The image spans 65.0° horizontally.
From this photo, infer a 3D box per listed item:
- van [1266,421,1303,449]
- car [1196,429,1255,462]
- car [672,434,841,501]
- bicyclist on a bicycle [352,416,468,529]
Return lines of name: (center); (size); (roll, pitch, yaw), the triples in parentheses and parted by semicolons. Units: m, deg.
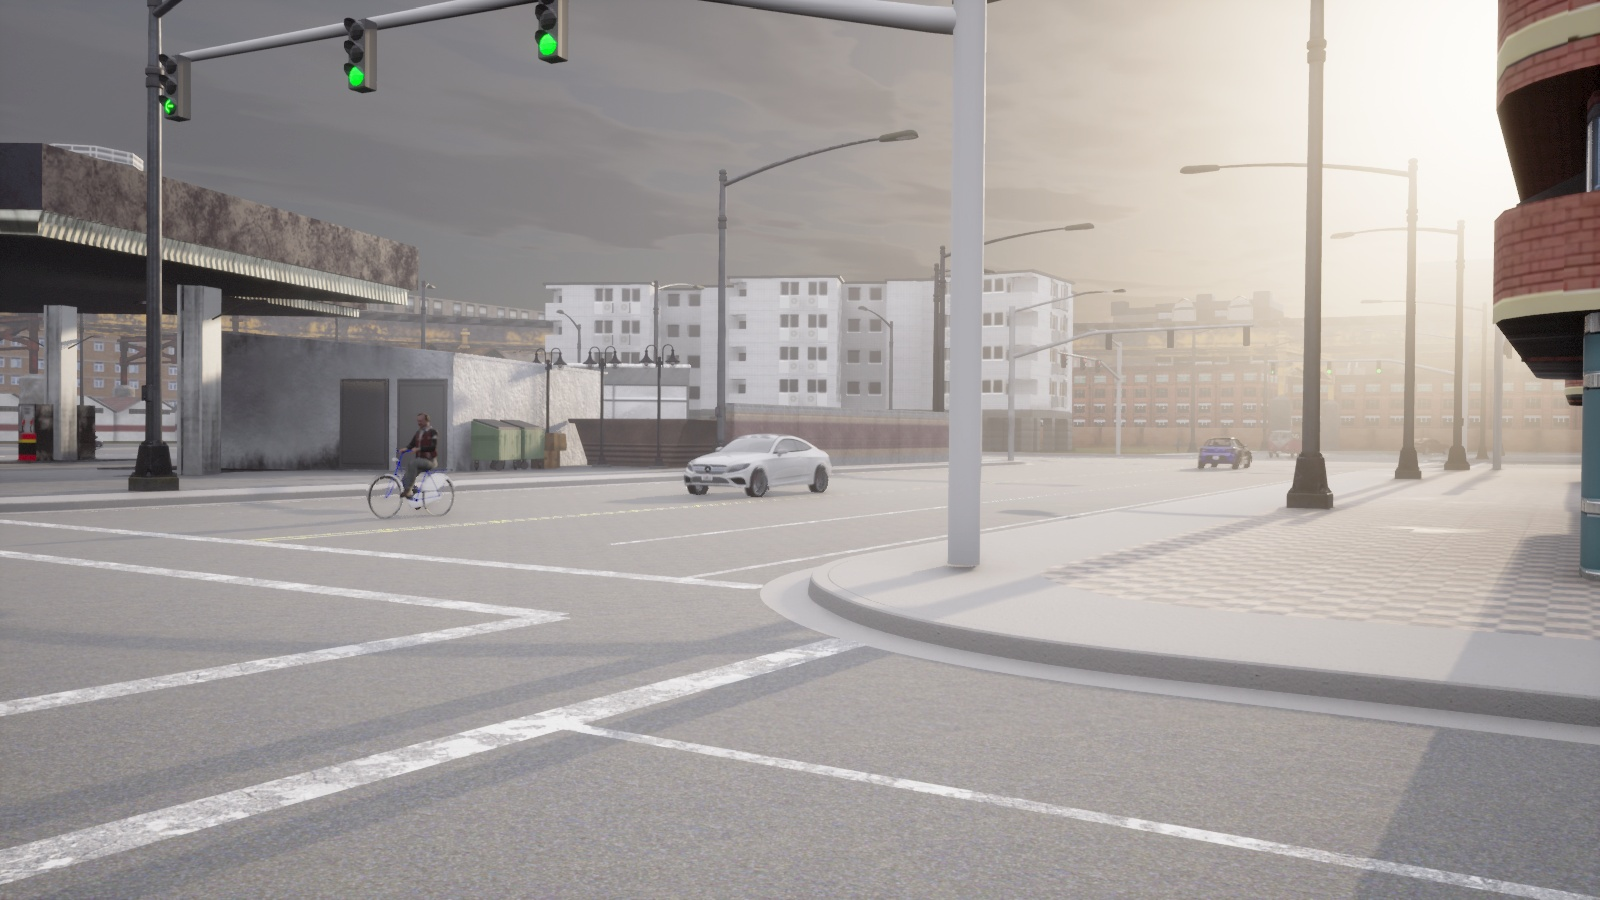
van: (35.150, -1.077, 91.048); (1.775, 1.987, 4.442); (0, 1, 31)
car: (19.751, -0.235, 58.238); (1.816, 1.474, 4.193); (0, 1, 30)
car: (-0.932, 0.355, 30.103); (1.812, 1.442, 4.674); (0, 1, 31)
bicyclist on a bicycle: (-6.433, 0.373, 20.812); (0.659, 1.776, 1.843); (0, -1, 31)
